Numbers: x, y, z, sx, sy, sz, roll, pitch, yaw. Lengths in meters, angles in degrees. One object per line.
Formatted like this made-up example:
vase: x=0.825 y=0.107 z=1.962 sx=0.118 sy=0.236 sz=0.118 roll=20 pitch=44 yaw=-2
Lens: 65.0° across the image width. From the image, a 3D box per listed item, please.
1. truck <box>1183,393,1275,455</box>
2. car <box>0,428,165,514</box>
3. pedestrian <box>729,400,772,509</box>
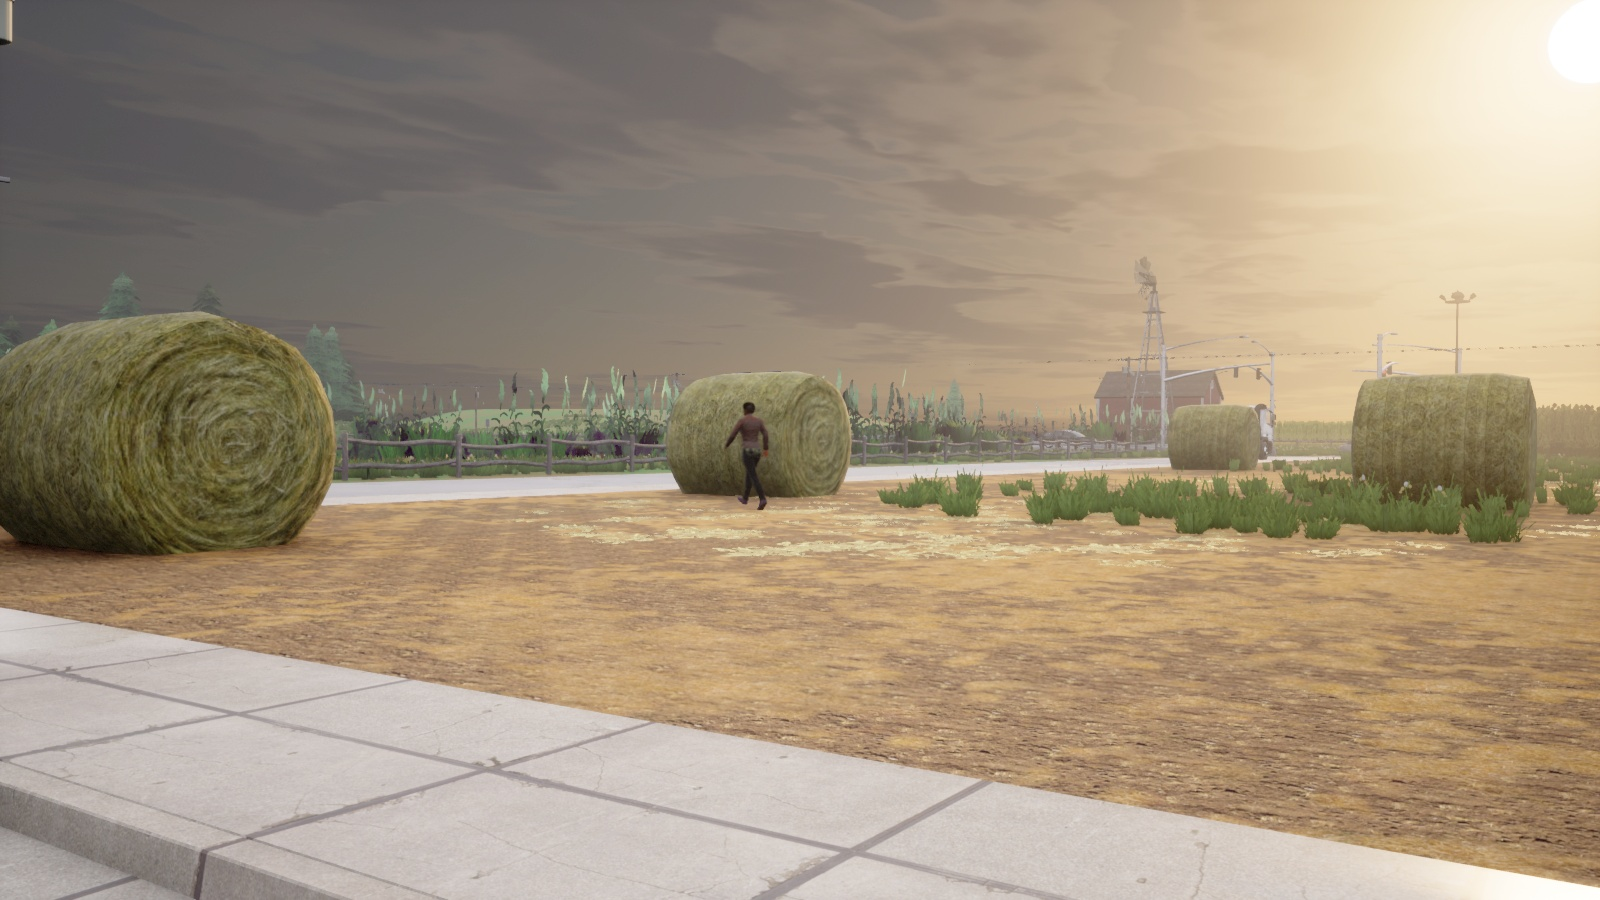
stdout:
truck: x=25.712 y=-1.542 z=74.990 sx=2.891 sy=3.462 sz=7.936 roll=0 pitch=1 yaw=36
car: x=-15.257 y=0.388 z=25.279 sx=1.851 sy=1.617 sz=3.988 roll=0 pitch=1 yaw=36
pedestrian: x=-0.840 y=0.070 z=21.173 sx=0.328 sy=1.805 sz=0.869 roll=-1 pitch=1 yaw=-31
